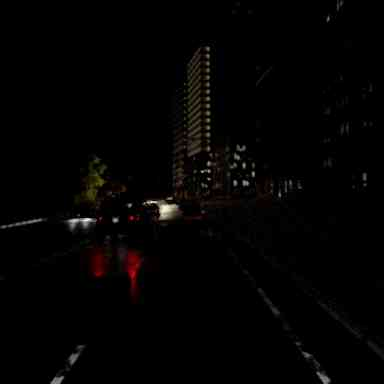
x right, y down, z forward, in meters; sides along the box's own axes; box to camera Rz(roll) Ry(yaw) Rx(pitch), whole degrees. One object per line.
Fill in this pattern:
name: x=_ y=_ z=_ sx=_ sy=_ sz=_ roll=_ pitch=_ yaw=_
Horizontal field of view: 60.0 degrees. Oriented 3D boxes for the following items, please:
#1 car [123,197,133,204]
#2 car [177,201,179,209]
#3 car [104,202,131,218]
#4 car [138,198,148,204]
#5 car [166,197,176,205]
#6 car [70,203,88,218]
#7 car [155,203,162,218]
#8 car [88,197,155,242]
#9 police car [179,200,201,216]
car: x=-14.270 y=1.976 z=74.832 sx=1.837 sy=1.490 sz=4.892 roll=0 pitch=-1 yaw=-7
car: x=-0.724 y=1.838 z=46.252 sx=1.882 sy=1.535 sz=5.008 roll=0 pitch=0 yaw=-4
car: x=-7.552 y=1.781 z=34.153 sx=1.837 sy=1.490 sz=4.892 roll=0 pitch=0 yaw=-3
car: x=-11.044 y=2.013 z=75.228 sx=2.033 sy=1.411 sz=5.357 roll=0 pitch=-1 yaw=-7
car: x=-3.912 y=2.095 z=70.179 sx=1.994 sy=1.385 sz=4.181 roll=0 pitch=-1 yaw=-7
car: x=-10.787 y=1.830 z=33.895 sx=2.033 sy=1.411 sz=5.357 roll=0 pitch=0 yaw=-3
car: x=-4.047 y=1.806 z=32.966 sx=2.033 sy=1.411 sz=5.357 roll=0 pitch=0 yaw=-3
car: x=-3.421 y=1.354 z=17.316 sx=2.150 sy=2.045 sz=5.566 roll=0 pitch=-1 yaw=-2
police car: x=-0.072 y=1.701 z=36.291 sx=1.930 sy=1.638 sz=5.238 roll=0 pitch=0 yaw=-3
